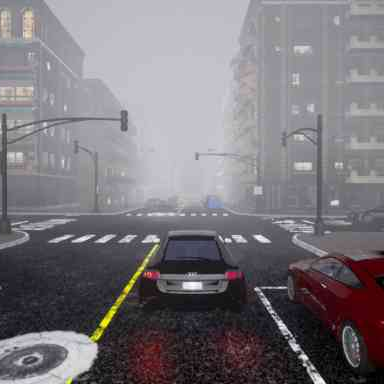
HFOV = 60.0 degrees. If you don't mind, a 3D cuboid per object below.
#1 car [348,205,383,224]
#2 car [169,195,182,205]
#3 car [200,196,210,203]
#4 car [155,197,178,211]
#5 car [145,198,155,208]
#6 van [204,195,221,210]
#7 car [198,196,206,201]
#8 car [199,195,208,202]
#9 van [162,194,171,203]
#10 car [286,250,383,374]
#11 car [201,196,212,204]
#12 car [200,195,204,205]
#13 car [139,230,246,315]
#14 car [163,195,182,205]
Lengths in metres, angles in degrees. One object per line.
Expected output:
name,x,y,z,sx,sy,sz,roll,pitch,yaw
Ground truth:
car,14.628,1.727,26.239,4.181,1.385,1.994,1,0,0
car,-3.019,1.436,60.924,2.097,1.767,4.553,0,0,0
car,2.741,1.662,70.808,1.887,1.381,4.507,-1,0,0
car,-3.066,1.637,40.897,1.895,1.301,4.718,0,0,0
car,-5.801,1.634,48.782,1.802,1.307,4.206,-1,0,0
van,2.846,1.381,43.228,1.690,1.788,3.998,-1,0,0
car,2.829,1.769,92.895,1.947,1.339,4.313,-1,0,0
car,2.796,1.597,81.850,1.967,1.590,4.097,-1,0,0
van,-5.782,1.478,76.397,1.690,1.788,3.998,-1,0,0
car,2.797,1.582,5.326,1.802,1.307,4.206,0,0,0
car,2.735,1.539,65.287,1.967,1.590,4.097,-1,0,0
car,2.762,1.367,48.725,2.192,1.841,5.009,-1,0,0
car,0.009,1.564,7.666,1.994,1.385,4.181,0,0,0
car,-3.051,1.604,50.694,2.033,1.411,5.357,0,0,0
